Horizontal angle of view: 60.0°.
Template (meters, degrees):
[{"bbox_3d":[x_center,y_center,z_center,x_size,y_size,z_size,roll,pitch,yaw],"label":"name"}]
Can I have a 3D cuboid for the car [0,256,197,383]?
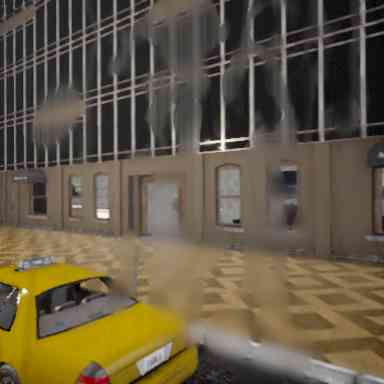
[{"bbox_3d":[-2.233,1.544,4.464,4.829,1.417,1.752,0,0,35],"label":"car"}]
